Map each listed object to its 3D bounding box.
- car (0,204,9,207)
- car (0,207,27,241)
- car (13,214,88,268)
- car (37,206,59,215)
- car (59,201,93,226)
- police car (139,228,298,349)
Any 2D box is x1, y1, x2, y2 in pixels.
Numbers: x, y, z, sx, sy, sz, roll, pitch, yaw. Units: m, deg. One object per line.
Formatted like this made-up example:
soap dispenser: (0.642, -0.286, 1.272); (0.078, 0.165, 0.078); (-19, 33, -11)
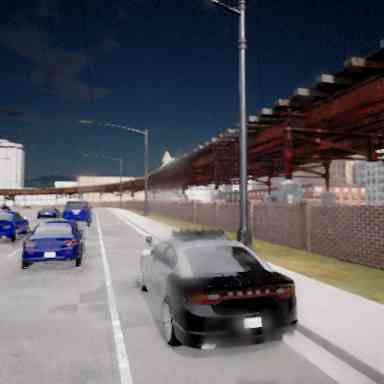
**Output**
car: (-25.475, 2.282, 43.933); (2.128, 1.511, 4.902); (1, -1, -16)
car: (-10.461, 1.815, 18.522); (1.882, 1.535, 5.008); (1, -1, -17)
car: (-4.927, 1.759, 12.183); (1.812, 1.442, 4.674); (1, -1, -17)
car: (-16.052, 2.262, 37.334); (1.994, 1.385, 4.181); (1, -1, -17)
car: (-9.677, 1.761, 28.180); (2.150, 2.045, 5.566); (1, -1, -17)
police car: (0.073, 1.573, 6.888); (1.930, 1.638, 5.238); (1, -1, -17)
